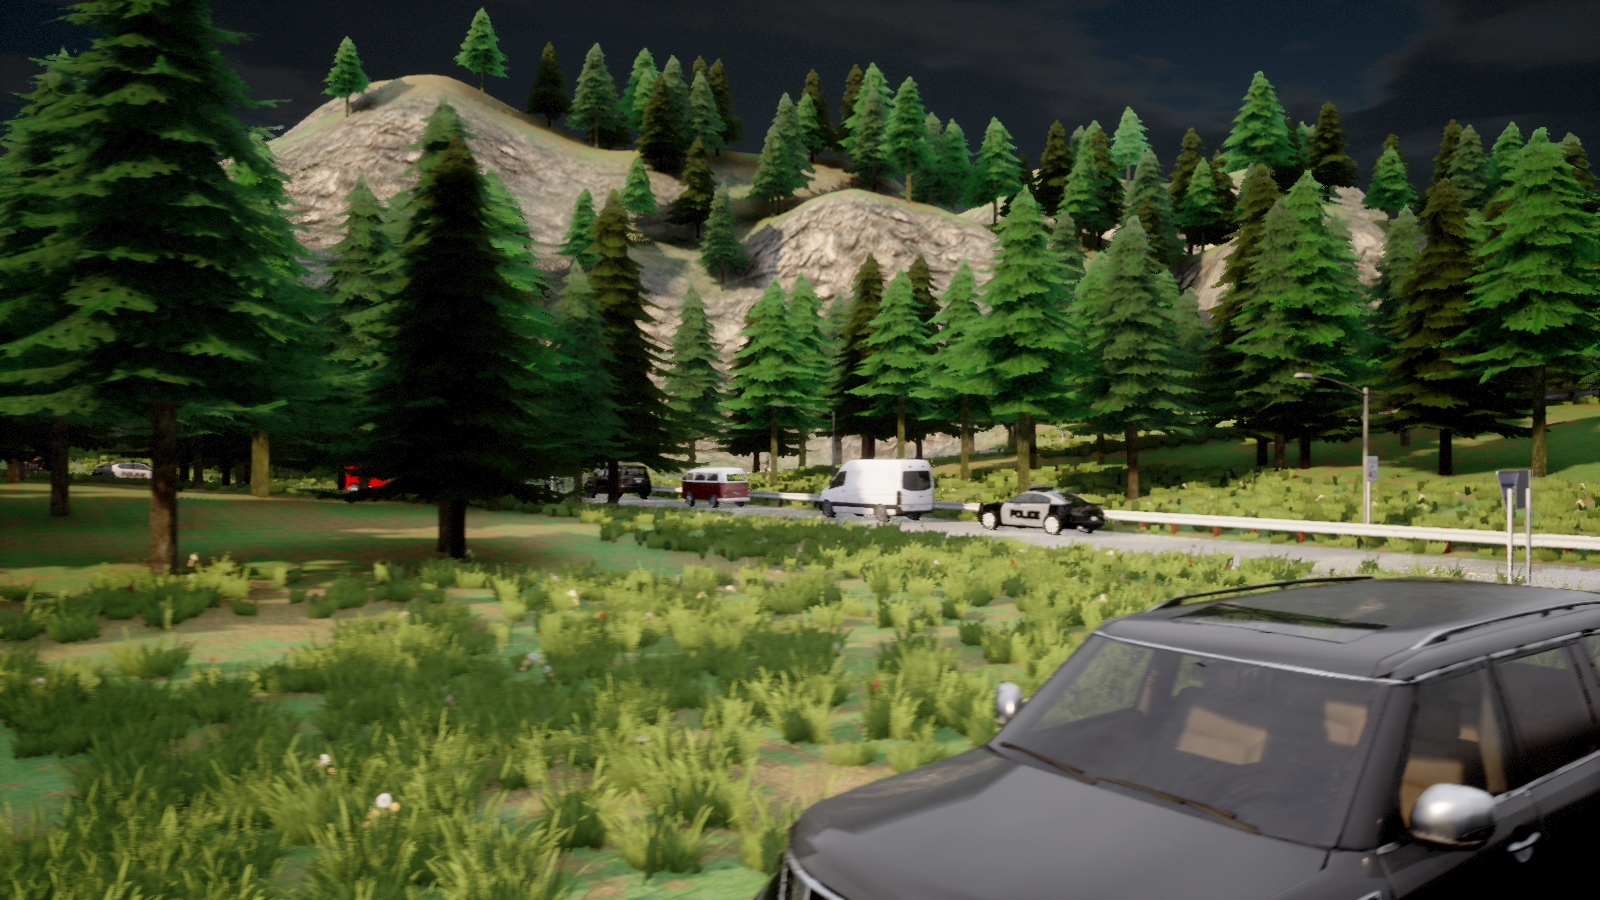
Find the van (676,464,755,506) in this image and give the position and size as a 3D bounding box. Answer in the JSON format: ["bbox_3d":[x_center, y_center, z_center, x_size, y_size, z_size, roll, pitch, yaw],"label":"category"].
[{"bbox_3d":[-4.427,1.783,59.342,2.069,2.038,4.480,0,0,-35],"label":"van"}]

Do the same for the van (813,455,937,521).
[{"bbox_3d":[3.087,1.535,48.634,1.988,2.561,5.915,0,0,-35],"label":"van"}]

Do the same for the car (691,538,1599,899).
[{"bbox_3d":[2.433,1.640,5.524,5.566,2.045,2.150,0,0,-35],"label":"car"}]

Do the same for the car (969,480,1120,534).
[{"bbox_3d":[8.659,1.983,40.898,2.097,1.638,5.238,0,0,-35],"label":"car"}]
